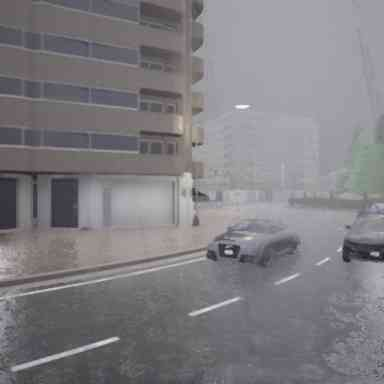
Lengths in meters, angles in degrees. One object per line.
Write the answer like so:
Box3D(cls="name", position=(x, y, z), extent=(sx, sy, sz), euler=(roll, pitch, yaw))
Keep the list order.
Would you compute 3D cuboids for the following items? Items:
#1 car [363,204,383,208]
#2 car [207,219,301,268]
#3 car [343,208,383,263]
Box3D(cls="car", position=(16.364, 1.743, 29.321), extent=(1.812, 1.442, 4.674), euler=(0, 0, 5))
Box3D(cls="car", position=(2.307, 1.665, 11.793), extent=(1.994, 1.385, 4.181), euler=(0, -1, 37))
Box3D(cls="car", position=(6.706, 1.567, 11.903), extent=(1.882, 1.535, 5.008), euler=(0, 0, 32))
